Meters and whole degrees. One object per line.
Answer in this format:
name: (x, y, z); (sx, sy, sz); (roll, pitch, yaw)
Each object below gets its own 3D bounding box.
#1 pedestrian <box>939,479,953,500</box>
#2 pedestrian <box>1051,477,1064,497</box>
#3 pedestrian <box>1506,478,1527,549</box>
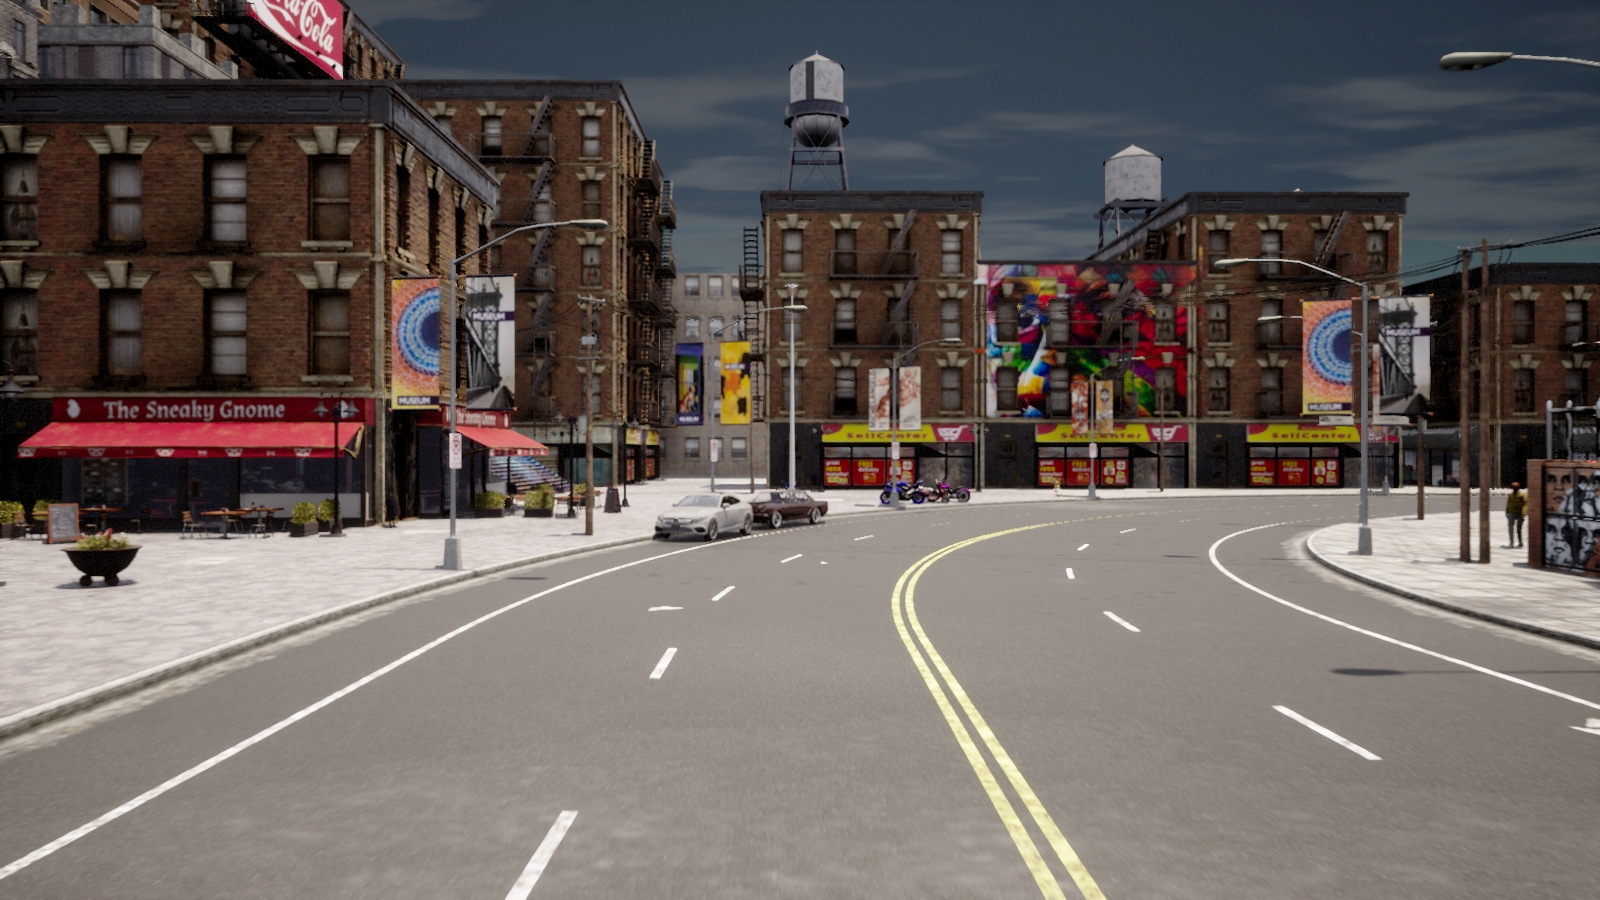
pedestrian: (7.677, 2.076, 60.011); (0.500, 1.100, 0.500); (0, 0, -35)
pedestrian: (14.522, 2.076, 64.413); (0.500, 1.100, 0.500); (0, 0, -34)
pedestrian: (19.226, 1.696, 30.657); (0.375, 1.860, 0.375); (0, 0, -37)
